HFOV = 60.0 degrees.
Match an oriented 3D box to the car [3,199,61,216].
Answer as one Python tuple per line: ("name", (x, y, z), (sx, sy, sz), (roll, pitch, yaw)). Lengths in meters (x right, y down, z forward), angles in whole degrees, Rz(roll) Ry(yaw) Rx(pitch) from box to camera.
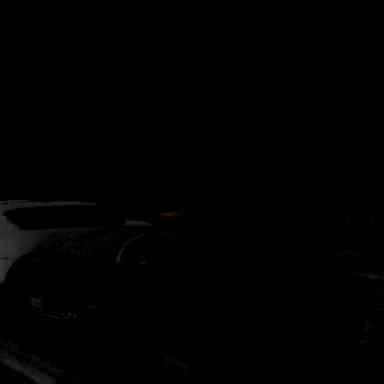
("car", (-16.265, 1.534, 34.115), (2.097, 1.535, 5.008), (-1, 0, 36))

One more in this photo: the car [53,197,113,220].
("car", (-9.485, 1.374, 29.233), (2.185, 1.767, 4.553), (0, 0, 35))

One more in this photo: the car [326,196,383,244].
("car", (8.667, 1.217, 16.318), (2.435, 2.045, 5.566), (0, 0, 35))

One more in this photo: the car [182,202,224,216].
("car", (1.872, 1.478, 21.178), (2.097, 1.535, 5.008), (0, 0, 35))

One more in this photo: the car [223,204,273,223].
("car", (4.128, 1.504, 19.544), (2.163, 1.488, 4.792), (0, 0, 35))

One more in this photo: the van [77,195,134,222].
("van", (-7.136, 1.267, 27.739), (1.878, 1.987, 4.442), (0, 0, 35))

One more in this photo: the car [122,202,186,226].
("car", (-2.665, 1.525, 24.410), (2.002, 1.452, 4.674), (0, 0, 35))

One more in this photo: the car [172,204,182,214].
("car", (-0.502, 1.478, 22.646), (1.946, 1.575, 5.366), (0, 0, 35))

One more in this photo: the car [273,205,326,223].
("car", (6.432, 1.500, 17.978), (2.163, 1.488, 4.792), (0, 0, 35))

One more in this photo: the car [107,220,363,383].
("car", (1.225, 1.497, 5.559), (2.163, 1.488, 4.792), (0, 0, 35))

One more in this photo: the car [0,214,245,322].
("car", (-1.041, 1.471, 7.201), (2.231, 1.521, 4.892), (0, 0, 35))

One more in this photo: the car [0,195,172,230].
("car", (-3.309, 1.222, 8.855), (2.435, 2.045, 5.566), (0, 0, 35))
